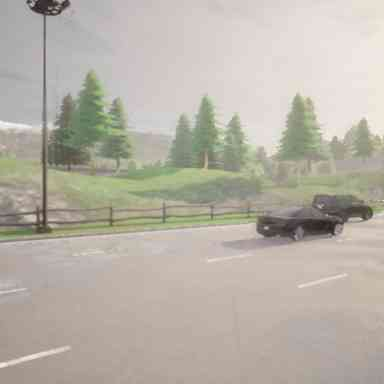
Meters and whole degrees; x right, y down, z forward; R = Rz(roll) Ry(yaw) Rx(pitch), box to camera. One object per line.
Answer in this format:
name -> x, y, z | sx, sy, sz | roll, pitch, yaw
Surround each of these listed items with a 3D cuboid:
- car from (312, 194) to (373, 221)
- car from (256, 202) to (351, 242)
car -> 10.967, 1.159, 24.386 | 5.566, 2.045, 2.150 | 0, 0, -35
car -> 5.292, 1.433, 16.076 | 5.008, 1.535, 1.882 | 0, 0, -35
